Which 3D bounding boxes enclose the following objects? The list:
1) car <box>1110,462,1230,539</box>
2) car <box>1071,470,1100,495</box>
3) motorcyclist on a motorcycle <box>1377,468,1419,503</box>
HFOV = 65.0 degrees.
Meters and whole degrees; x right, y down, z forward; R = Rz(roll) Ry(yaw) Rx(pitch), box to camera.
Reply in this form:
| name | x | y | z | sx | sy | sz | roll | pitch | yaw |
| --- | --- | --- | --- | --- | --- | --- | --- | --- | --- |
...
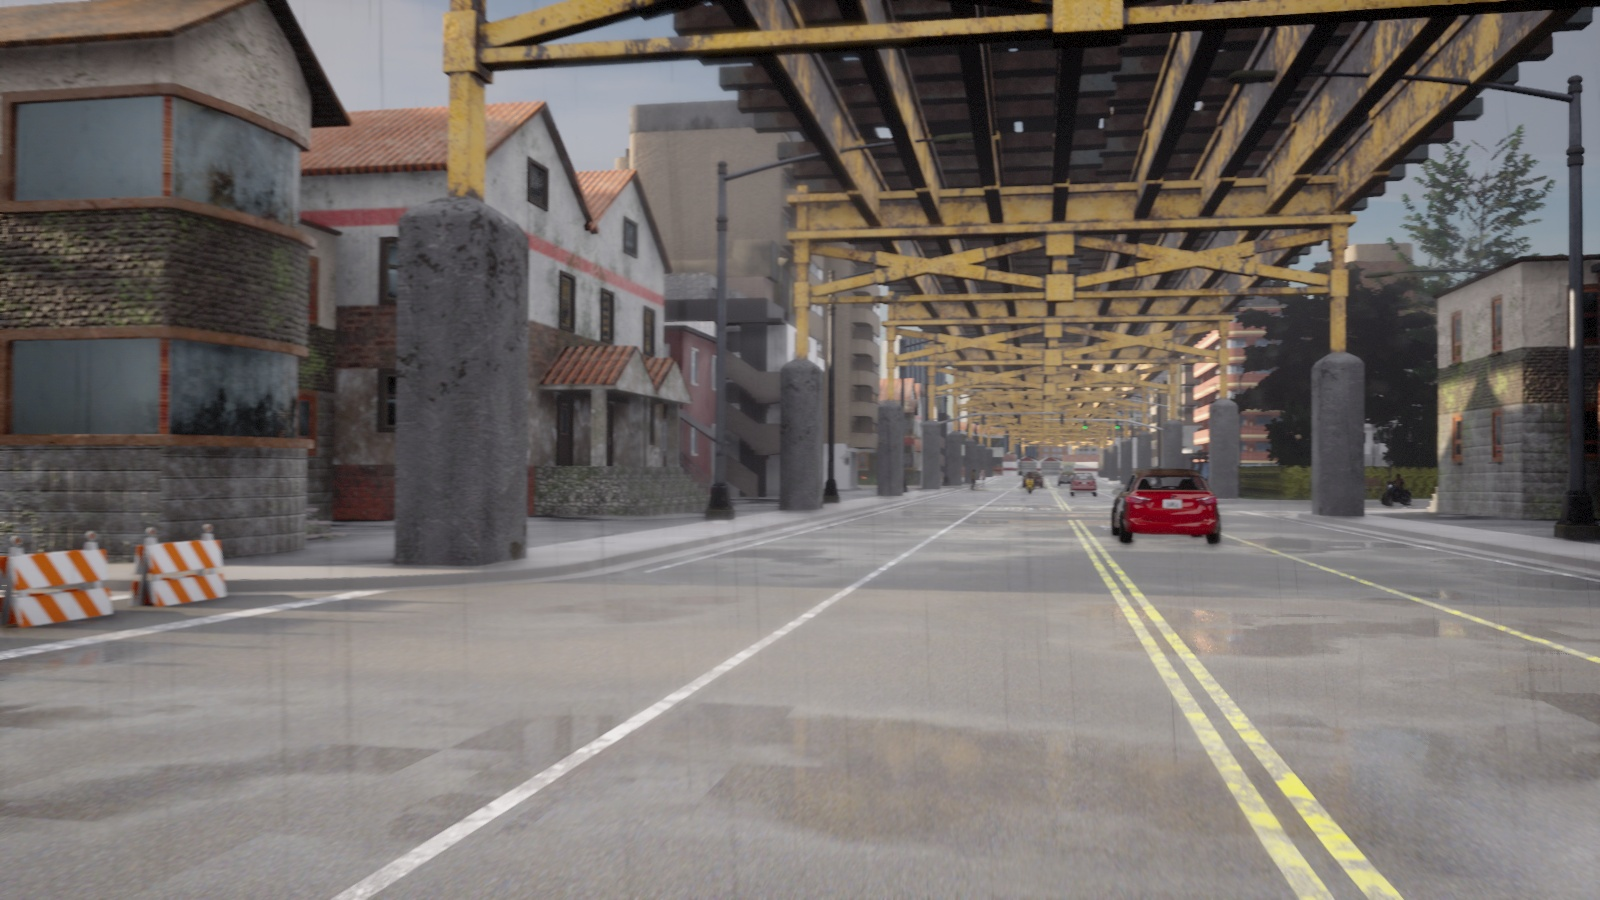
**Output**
| name | x | y | z | sx | sy | sz | roll | pitch | yaw |
| --- | --- | --- | --- | --- | --- | --- | --- | --- | --- |
| car | 8.592 | 1.133 | 29.584 | 2.242 | 1.667 | 4.611 | 0 | -1 | 11 |
| car | 18.906 | 2.141 | 83.290 | 1.789 | 1.549 | 3.705 | 0 | -1 | 11 |
| motorcyclist on a motorcycle | 29.259 | 1.722 | 61.427 | 2.350 | 1.649 | 0.766 | 0 | -1 | -34 |
